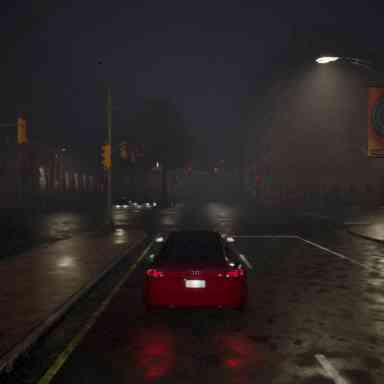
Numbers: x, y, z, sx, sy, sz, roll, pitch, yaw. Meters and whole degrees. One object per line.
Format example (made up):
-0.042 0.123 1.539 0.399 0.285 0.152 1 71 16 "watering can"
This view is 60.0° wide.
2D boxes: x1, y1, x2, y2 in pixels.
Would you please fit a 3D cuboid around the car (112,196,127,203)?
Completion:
-14.776 1.595 67.893 1.895 1.301 4.718 0 0 0 "car"

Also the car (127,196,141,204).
-11.553 1.564 66.231 1.994 1.385 4.181 0 0 0 "car"

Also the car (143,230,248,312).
0.072 1.564 7.787 1.994 1.385 4.181 0 0 0 "car"

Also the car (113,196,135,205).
-11.605 1.564 56.937 1.994 1.385 4.181 0 0 0 "car"

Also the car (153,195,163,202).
-8.031 1.500 78.654 1.837 1.490 4.892 0 0 0 "car"

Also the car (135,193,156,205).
-8.103 1.221 58.651 2.150 2.045 5.566 0 0 0 "car"

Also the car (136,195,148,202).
-11.531 1.478 76.649 1.882 1.535 5.008 0 0 0 "car"

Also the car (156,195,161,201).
-8.032 1.601 68.450 1.895 1.301 4.718 0 0 0 "car"
